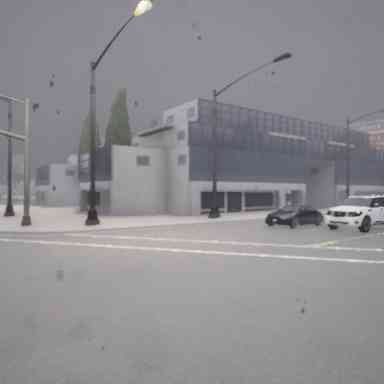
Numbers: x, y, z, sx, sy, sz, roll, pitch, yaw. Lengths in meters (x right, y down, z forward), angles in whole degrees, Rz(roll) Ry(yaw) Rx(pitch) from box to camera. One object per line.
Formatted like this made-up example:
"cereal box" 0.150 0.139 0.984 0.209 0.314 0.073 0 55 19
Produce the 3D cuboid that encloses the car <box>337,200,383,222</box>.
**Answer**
"car" 14.244 1.490 27.044 5.357 1.411 2.033 -1 0 -35

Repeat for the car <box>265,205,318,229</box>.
"car" 6.724 1.547 21.683 4.181 1.385 1.994 0 0 -36

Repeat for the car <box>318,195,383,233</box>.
"car" 10.386 1.198 19.994 5.566 2.045 2.150 0 0 -34
